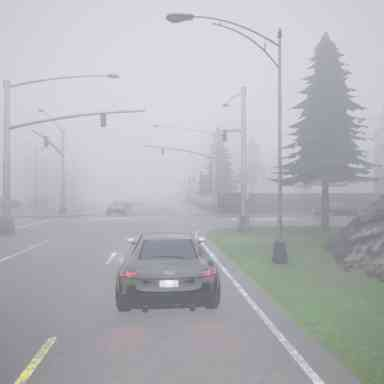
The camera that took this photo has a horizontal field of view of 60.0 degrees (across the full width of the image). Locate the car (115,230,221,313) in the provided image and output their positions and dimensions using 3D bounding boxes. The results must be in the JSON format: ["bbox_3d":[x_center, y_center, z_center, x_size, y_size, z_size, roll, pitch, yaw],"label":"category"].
[{"bbox_3d":[-0.584,1.564,7.784,1.994,1.385,4.181,0,0,-5],"label":"car"}]

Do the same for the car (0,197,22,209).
[{"bbox_3d":[-21.450,1.339,38.429,2.007,1.523,4.514,0,0,-5],"label":"car"}]

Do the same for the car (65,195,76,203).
[{"bbox_3d":[-23.754,1.374,64.361,1.845,1.501,3.633,0,0,-5],"label":"car"}]

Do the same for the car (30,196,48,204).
[{"bbox_3d":[-26.068,1.384,56.706,1.970,1.475,3.806,0,0,-5],"label":"car"}]

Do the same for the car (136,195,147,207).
[{"bbox_3d":[-8.599,1.547,51.937,2.033,1.411,5.357,0,0,-5],"label":"car"}]

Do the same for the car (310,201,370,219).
[{"bbox_3d":[12.626,1.491,28.457,4.902,1.511,2.128,0,0,-7],"label":"car"}]

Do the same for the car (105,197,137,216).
[{"bbox_3d":[-7.008,1.547,32.473,2.033,1.411,5.357,0,0,-1],"label":"car"}]
